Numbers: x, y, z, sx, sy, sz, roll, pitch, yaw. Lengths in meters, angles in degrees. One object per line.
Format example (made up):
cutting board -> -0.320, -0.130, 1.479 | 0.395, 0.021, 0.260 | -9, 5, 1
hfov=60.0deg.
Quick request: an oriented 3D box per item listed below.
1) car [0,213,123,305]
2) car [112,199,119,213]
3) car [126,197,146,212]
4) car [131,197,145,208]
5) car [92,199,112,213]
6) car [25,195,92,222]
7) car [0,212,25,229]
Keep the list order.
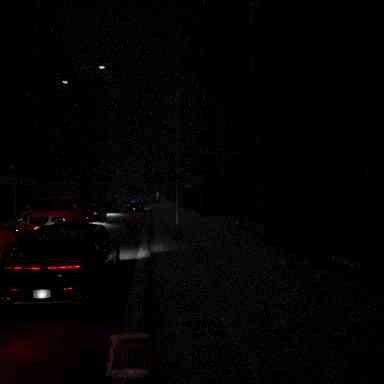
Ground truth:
car -> -2.861, 1.491, 8.093 | 1.837, 1.490, 4.892 | 0, 0, -7
car -> -9.226, 1.485, 36.883 | 2.033, 1.411, 5.357 | 0, 0, -7
car -> -6.554, 1.554, 38.542 | 1.895, 1.301, 4.718 | 0, 0, -6
car -> -7.841, 1.475, 48.648 | 1.812, 1.442, 4.674 | 0, 0, -7
car -> -8.033, 1.496, 26.854 | 2.033, 1.411, 5.357 | 0, 0, -7
car -> -6.786, 1.182, 16.678 | 2.150, 2.045, 5.566 | 0, 0, -7
car -> -5.584, 1.323, 7.124 | 2.097, 1.767, 4.553 | 0, 0, -8
